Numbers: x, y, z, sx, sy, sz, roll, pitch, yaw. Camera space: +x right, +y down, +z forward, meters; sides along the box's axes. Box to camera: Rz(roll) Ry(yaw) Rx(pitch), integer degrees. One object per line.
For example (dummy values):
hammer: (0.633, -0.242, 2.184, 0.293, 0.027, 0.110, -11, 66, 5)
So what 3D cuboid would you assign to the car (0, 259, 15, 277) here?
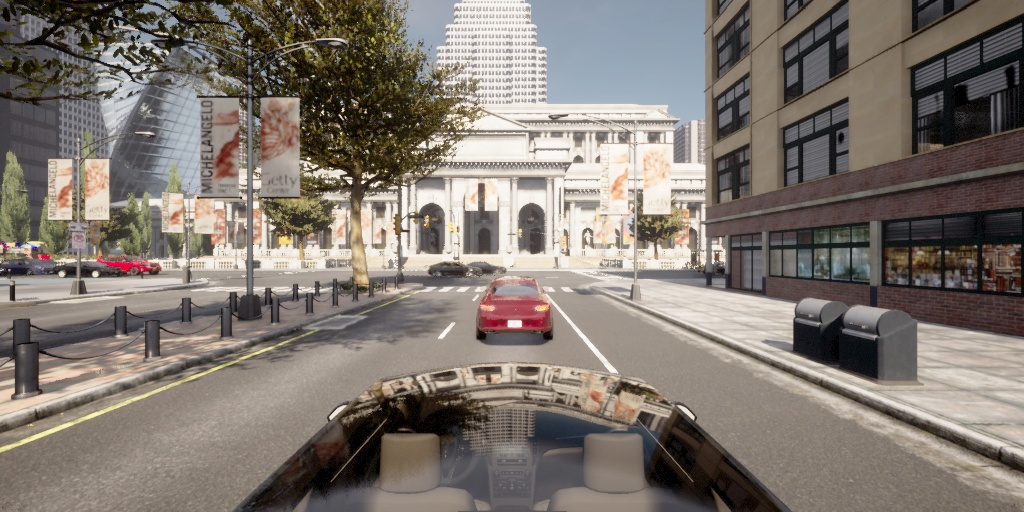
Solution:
car: (-50.070, 1.275, 33.331, 4.674, 1.442, 1.812, 0, 0, -2)

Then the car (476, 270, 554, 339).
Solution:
car: (0.076, 1.276, 9.924, 1.812, 1.442, 4.674, 0, 0, 0)

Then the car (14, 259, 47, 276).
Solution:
car: (-49.637, 1.101, 36.823, 4.553, 1.767, 2.097, 0, 0, -2)

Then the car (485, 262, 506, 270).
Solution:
car: (-2.884, 1.275, 36.702, 4.674, 1.442, 1.812, 0, 0, 0)

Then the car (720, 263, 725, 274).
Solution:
car: (22.041, 1.314, 33.050, 4.181, 1.385, 1.994, 0, 0, 1)

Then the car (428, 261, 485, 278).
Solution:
car: (-5.268, 1.255, 33.216, 4.892, 1.490, 1.837, 0, 0, 0)

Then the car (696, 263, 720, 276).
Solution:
car: (21.546, 1.351, 36.561, 4.718, 1.301, 1.895, 0, 0, 0)

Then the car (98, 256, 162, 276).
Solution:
car: (-39.522, 0.971, 36.894, 5.566, 2.045, 2.150, 0, 0, 0)

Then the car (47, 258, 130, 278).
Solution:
car: (-39.331, 1.228, 33.392, 5.008, 1.535, 1.882, 0, 0, 0)
